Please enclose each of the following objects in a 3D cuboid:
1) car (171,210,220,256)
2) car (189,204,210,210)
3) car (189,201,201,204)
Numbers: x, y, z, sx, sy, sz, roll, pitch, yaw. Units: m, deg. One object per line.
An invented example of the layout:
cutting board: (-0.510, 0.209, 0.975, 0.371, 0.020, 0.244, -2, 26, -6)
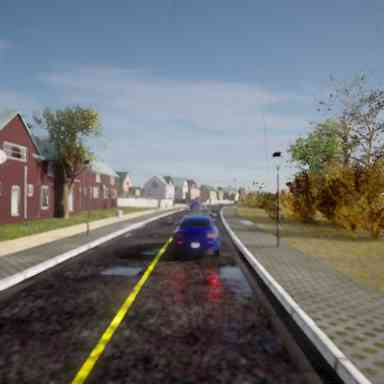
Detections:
car: (0.206, 1.691, 13.850, 1.812, 1.442, 4.674, 0, 0, 2)
car: (0.792, 1.946, 28.150, 1.895, 1.301, 4.718, 0, -1, 4)
car: (0.594, 2.282, 58.519, 1.882, 1.535, 5.008, 0, -1, 7)
